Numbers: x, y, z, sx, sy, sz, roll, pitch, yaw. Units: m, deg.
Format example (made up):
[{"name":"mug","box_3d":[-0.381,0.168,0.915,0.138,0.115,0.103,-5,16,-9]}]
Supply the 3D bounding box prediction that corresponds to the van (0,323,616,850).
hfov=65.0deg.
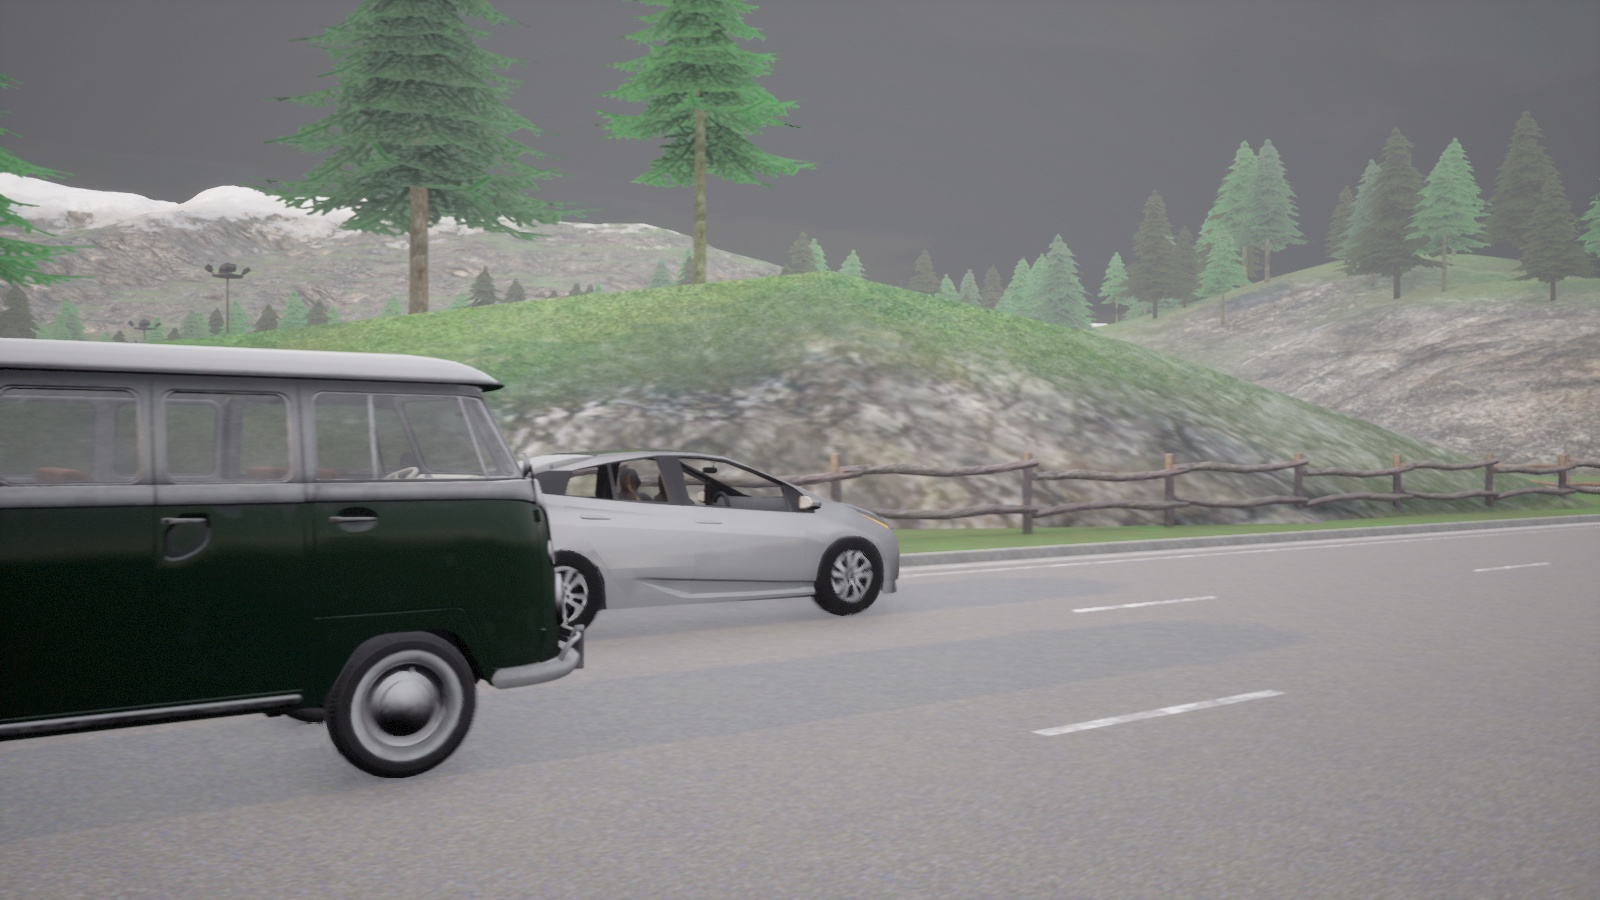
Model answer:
[{"name":"van","box_3d":[-3.241,0.518,5.668,4.442,1.987,1.775,0,0,-35]}]

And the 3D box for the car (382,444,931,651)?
[{"name":"car","box_3d":[-1.197,0.722,11.355,4.514,1.525,2.007,0,0,-35]}]
